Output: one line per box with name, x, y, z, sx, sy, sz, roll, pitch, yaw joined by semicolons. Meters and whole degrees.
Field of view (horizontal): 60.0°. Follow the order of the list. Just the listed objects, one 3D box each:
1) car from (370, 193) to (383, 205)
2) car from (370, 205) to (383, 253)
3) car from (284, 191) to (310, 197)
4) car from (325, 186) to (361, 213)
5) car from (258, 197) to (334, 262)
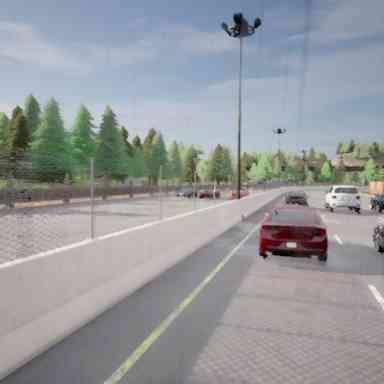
car;15.874;0.822;27.102;1.837;1.490;4.892;1;2;18
car;6.370;1.330;8.957;2.033;1.411;5.357;1;2;18
car;9.198;0.687;29.206;1.837;1.490;4.892;1;2;18
car;12.151;0.504;26.934;2.150;2.045;5.566;1;2;18
car;3.385;1.163;11.092;1.882;1.535;5.008;1;2;18
